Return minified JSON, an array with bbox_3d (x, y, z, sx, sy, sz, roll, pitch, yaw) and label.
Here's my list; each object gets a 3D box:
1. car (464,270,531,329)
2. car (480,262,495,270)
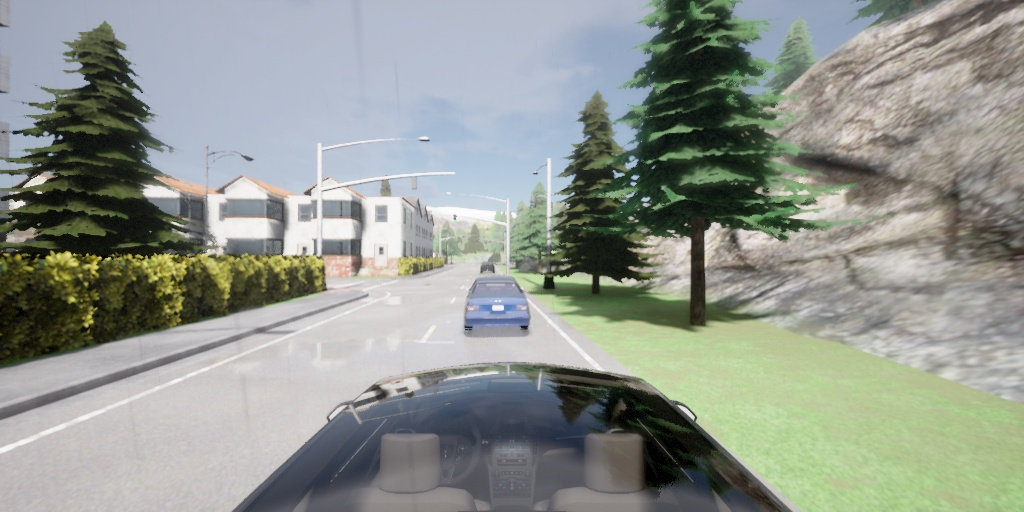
[{"bbox_3d":[-0.529,1.345,11.404,2.033,1.411,5.357,0,0,-4],"label":"car"},{"bbox_3d":[-3.144,1.473,46.132,1.837,1.490,4.892,0,0,-4],"label":"car"}]
